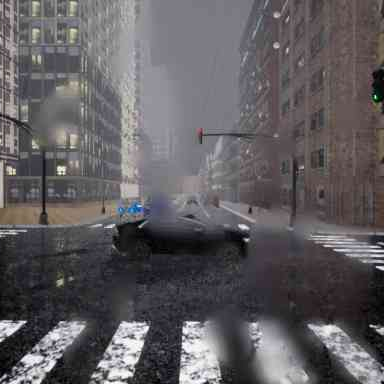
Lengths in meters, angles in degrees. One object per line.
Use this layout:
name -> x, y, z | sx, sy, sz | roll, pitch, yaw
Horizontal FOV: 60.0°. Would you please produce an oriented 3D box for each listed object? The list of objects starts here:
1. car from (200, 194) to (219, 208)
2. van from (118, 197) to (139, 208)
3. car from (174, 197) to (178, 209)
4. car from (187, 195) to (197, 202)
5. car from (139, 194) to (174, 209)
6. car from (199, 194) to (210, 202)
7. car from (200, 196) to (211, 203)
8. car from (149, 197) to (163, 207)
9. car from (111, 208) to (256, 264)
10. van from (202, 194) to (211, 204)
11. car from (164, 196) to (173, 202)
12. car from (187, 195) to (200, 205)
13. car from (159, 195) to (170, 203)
car -> 2.734, 1.329, 47.231 | 2.192, 1.841, 5.009 | 0, 0, 0
van -> -5.661, 1.347, 30.584 | 1.690, 1.788, 3.998 | 0, 0, 0
car -> -3.059, 1.611, 39.963 | 1.895, 1.301, 4.718 | 0, 0, 0
car -> 0.069, 1.419, 70.080 | 2.033, 1.411, 5.357 | 0, 0, 0
car -> -3.079, 1.227, 30.254 | 2.150, 2.045, 5.566 | 0, 0, 0
car -> 2.760, 1.348, 74.985 | 2.192, 1.841, 5.009 | 0, 0, 0
car -> 2.756, 1.580, 69.433 | 2.008, 1.369, 4.403 | 0, 0, 0
car -> -5.641, 1.543, 52.618 | 1.752, 1.417, 4.829 | 0, 0, 0
car -> -0.280, 1.518, 11.508 | 4.902, 1.511, 2.128 | 1, 0, 0
van -> 2.750, 1.366, 63.883 | 1.690, 1.788, 3.998 | 0, 0, 0
car -> -5.614, 1.589, 80.543 | 2.008, 1.369, 4.403 | 0, 0, 0
car -> 0.061, 1.623, 60.104 | 1.895, 1.301, 4.718 | 0, 0, 0
car -> -5.625, 1.469, 69.440 | 1.967, 1.590, 4.097 | 0, 0, 0
